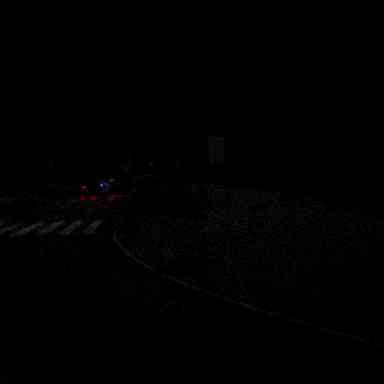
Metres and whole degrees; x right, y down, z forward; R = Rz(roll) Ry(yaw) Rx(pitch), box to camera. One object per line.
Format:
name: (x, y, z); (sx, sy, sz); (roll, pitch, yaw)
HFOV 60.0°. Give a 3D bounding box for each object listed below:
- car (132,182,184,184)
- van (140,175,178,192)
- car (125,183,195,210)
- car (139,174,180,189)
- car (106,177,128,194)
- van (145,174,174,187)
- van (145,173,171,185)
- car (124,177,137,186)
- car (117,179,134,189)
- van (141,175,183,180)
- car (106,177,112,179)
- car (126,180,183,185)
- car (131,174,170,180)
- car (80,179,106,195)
car: (-2.470, 0.212, 27.881); (4.674, 1.452, 2.002); (-2, 5, -26)
van: (-4.252, -1.114, 42.905); (4.442, 1.987, 1.878); (-2, 5, -26)
car: (-2.146, 0.386, 24.861); (4.892, 1.521, 2.231); (-2, 4, -26)
car: (-4.797, -1.571, 49.015); (5.566, 2.045, 2.435); (-2, 4, -26)
car: (-8.752, -0.615, 40.007); (1.882, 1.535, 5.008); (-1, 4, -6)
van: (-5.389, -1.974, 55.096); (4.442, 1.987, 1.878); (-2, 4, -26)
van: (-6.264, -2.392, 61.024); (4.442, 1.987, 1.878); (-2, 5, -26)
car: (-11.046, -1.921, 59.767); (1.994, 1.385, 4.181); (-1, 4, -6)
car: (-9.981, -1.244, 50.169); (1.994, 1.385, 4.181); (-1, 4, -6)
van: (-3.040, -0.483, 33.956); (4.442, 1.987, 1.878); (-2, 4, -26)
car: (-13.165, -1.139, 49.403); (1.994, 1.385, 4.181); (-1, 4, -6)
car: (-2.973, -0.038, 30.815); (5.366, 1.575, 1.946); (-2, 5, -26)
car: (-3.501, -0.716, 36.902); (5.566, 2.045, 2.435); (-2, 5, -26)
car: (-11.957, -0.508, 39.388); (2.128, 1.511, 4.902); (-1, 4, -6)
